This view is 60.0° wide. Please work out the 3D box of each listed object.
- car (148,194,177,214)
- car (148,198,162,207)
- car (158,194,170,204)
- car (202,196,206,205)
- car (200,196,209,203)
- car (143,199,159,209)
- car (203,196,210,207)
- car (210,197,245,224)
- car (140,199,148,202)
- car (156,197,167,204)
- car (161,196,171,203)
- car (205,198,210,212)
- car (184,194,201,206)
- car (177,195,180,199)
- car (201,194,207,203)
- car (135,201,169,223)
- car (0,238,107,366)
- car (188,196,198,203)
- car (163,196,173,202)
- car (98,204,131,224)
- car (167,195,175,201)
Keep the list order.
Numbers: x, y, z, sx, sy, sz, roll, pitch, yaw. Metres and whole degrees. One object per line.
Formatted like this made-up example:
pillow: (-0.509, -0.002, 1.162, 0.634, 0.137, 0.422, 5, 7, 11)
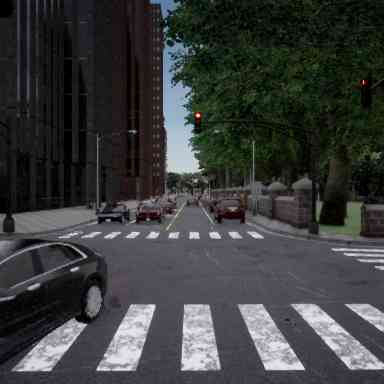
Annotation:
car: (-3.085, 1.374, 35.475, 2.097, 1.767, 4.553, 0, 0, 1)
car: (-5.742, 1.622, 52.322, 1.802, 1.307, 4.206, 0, 0, 0)
car: (-5.736, 1.374, 68.694, 2.192, 1.841, 5.009, 0, 0, 0)
car: (2.781, 1.585, 46.869, 2.008, 1.369, 4.403, 0, 0, 0)
car: (2.791, 1.592, 74.321, 1.752, 1.417, 4.829, 0, 0, 0)
car: (-5.744, 1.616, 46.865, 1.802, 1.307, 4.206, 0, 0, 0)
car: (2.779, 1.579, 41.412, 2.008, 1.369, 4.403, 0, 0, 0)
car: (2.772, 1.326, 25.043, 2.192, 1.841, 5.009, 0, 0, 0)
car: (-5.747, 1.579, 41.408, 2.008, 1.369, 4.403, 0, 0, 0)
car: (-5.738, 1.635, 63.236, 1.802, 1.307, 4.206, 0, 0, 0)
car: (-5.734, 1.611, 74.150, 1.887, 1.381, 4.507, 0, 0, 0)
car: (2.777, 1.588, 35.955, 1.947, 1.339, 4.313, 0, 0, 0)
car: (0.122, 1.535, 55.152, 2.128, 1.511, 4.902, 0, 0, 0)
car: (-3.072, 1.538, 45.709, 1.837, 1.490, 4.892, 0, 0, 0)
car: (2.783, 1.481, 52.325, 1.967, 1.590, 4.097, 0, 0, 0)
car: (-3.090, 1.612, 25.483, 1.895, 1.301, 4.718, 0, 0, 0)
car: (-2.935, 1.515, 4.680, 1.837, 1.490, 4.892, -3, -1, 13)
car: (0.129, 1.624, 69.776, 1.994, 1.385, 4.181, 0, 0, 0)
car: (-5.732, 1.620, 79.607, 1.887, 1.381, 4.507, 0, 0, 0)
car: (-5.753, 1.576, 25.037, 1.947, 1.339, 4.313, 0, 0, 0)
car: (-5.727, 1.533, 90.522, 1.967, 1.590, 4.097, 0, 0, 0)
